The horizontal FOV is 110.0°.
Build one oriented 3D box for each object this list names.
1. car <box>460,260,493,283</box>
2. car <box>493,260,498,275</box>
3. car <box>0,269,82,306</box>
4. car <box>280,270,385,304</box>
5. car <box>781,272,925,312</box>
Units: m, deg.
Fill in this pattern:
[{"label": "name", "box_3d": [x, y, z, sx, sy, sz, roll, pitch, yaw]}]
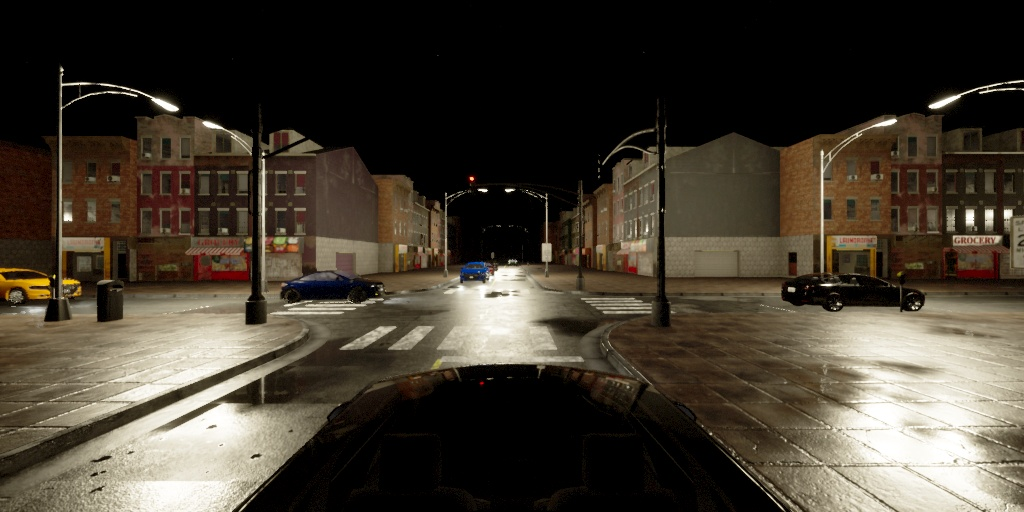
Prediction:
[{"label": "car", "box_3d": [-2.822, 1.238, 27.920, 1.882, 1.535, 5.008, 0, 0, 1]}, {"label": "car", "box_3d": [-2.832, 1.332, 37.871, 1.994, 1.385, 4.181, 0, 0, 0]}, {"label": "car", "box_3d": [-22.102, 1.296, 15.760, 5.008, 1.535, 1.882, -1, 0, 0]}, {"label": "car", "box_3d": [-7.876, 1.335, 16.013, 4.181, 1.385, 1.994, 0, 0, -6]}, {"label": "car", "box_3d": [12.359, 1.266, 13.176, 4.313, 1.339, 1.948, 0, 0, 0]}]
